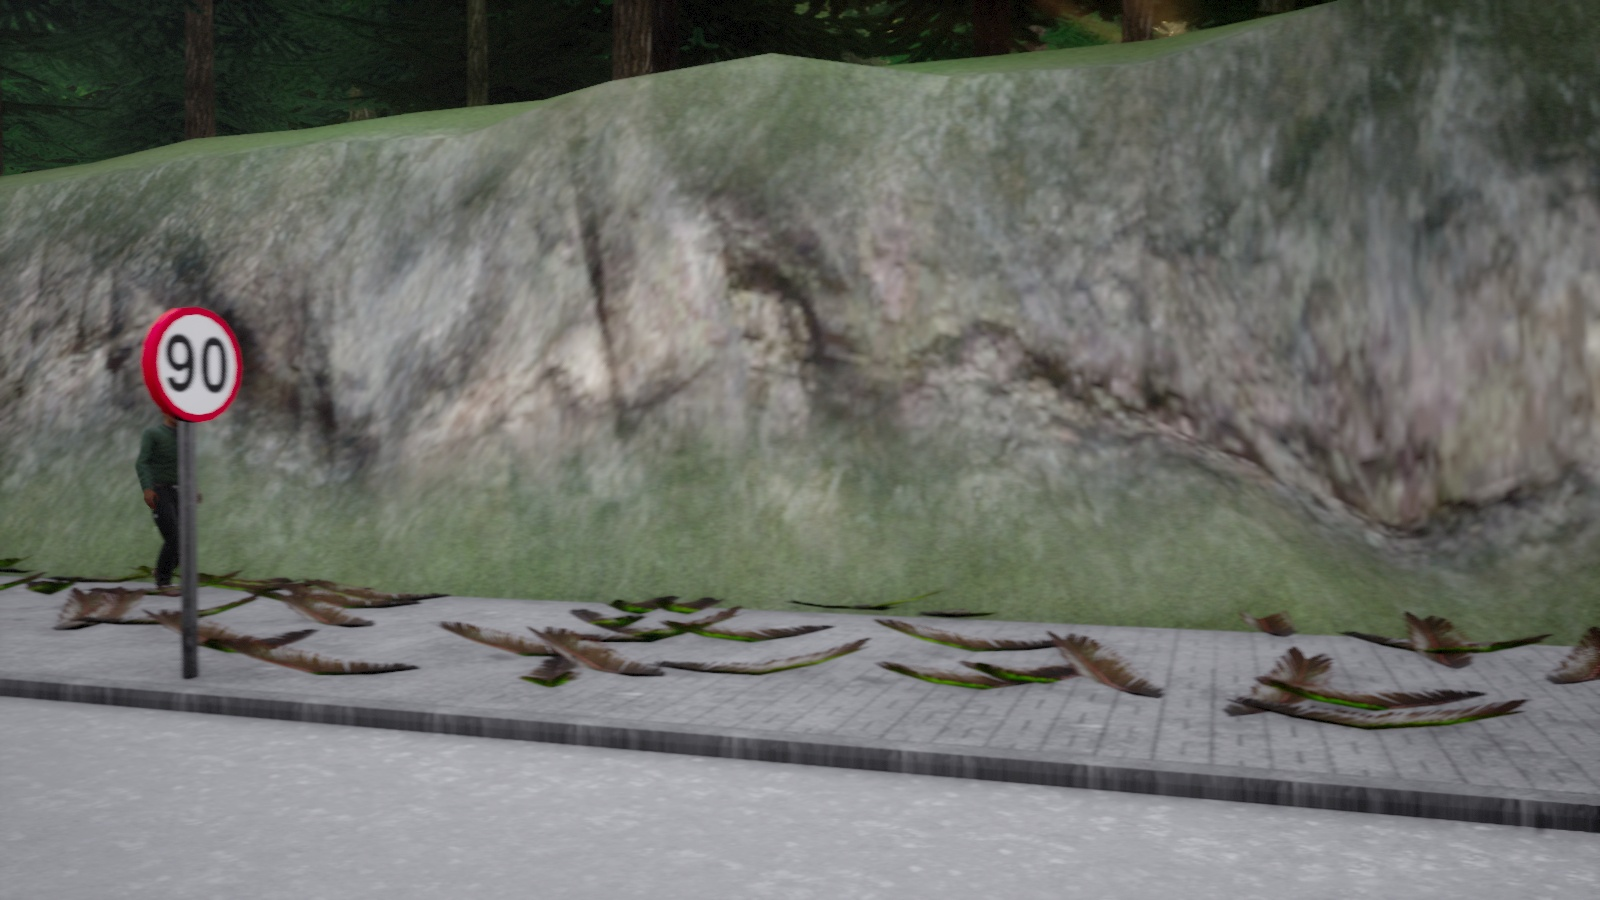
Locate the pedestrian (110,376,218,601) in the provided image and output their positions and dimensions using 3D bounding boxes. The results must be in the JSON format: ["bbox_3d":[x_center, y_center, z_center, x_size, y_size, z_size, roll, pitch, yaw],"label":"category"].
[{"bbox_3d":[-5.680,0.328,11.225,0.788,1.949,0.423,1,1,18],"label":"pedestrian"}]
